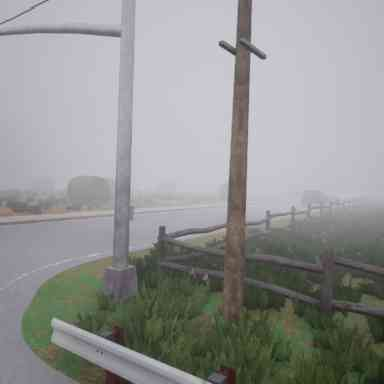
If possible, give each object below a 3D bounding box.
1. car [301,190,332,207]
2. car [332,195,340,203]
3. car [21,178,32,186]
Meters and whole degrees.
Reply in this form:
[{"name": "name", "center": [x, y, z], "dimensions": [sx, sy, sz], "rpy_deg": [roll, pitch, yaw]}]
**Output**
[{"name": "car", "center": [15.460, 0.816, 41.797], "dimensions": [2.150, 2.045, 5.566], "rpy_deg": [3, 2, 34]}, {"name": "car", "center": [21.214, 1.138, 50.693], "dimensions": [1.994, 1.385, 4.181], "rpy_deg": [3, 2, 33]}, {"name": "car", "center": [-39.124, -2.293, 79.210], "dimensions": [1.905, 1.878, 3.866], "rpy_deg": [8, 2, -13]}]
